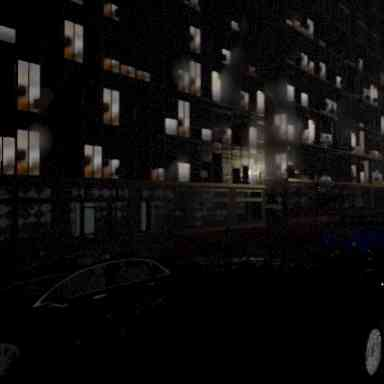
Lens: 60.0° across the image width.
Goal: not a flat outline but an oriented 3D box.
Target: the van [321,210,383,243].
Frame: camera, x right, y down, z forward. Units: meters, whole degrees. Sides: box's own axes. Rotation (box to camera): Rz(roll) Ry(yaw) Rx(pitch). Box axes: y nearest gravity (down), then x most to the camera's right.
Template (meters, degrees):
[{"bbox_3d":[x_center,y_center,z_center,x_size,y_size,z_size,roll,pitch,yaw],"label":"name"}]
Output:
[{"bbox_3d":[6.617,1.600,13.027,3.998,1.788,1.690,1,-2,-42],"label":"van"}]

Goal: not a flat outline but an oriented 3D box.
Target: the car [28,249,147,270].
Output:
[{"bbox_3d":[-1.805,1.685,5.363,4.403,1.369,2.008,1,-2,-42],"label":"car"}]

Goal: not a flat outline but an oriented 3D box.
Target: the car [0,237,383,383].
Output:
[{"bbox_3d":[0.581,1.568,3.900,5.008,1.535,1.882,1,-2,-42],"label":"car"}]
